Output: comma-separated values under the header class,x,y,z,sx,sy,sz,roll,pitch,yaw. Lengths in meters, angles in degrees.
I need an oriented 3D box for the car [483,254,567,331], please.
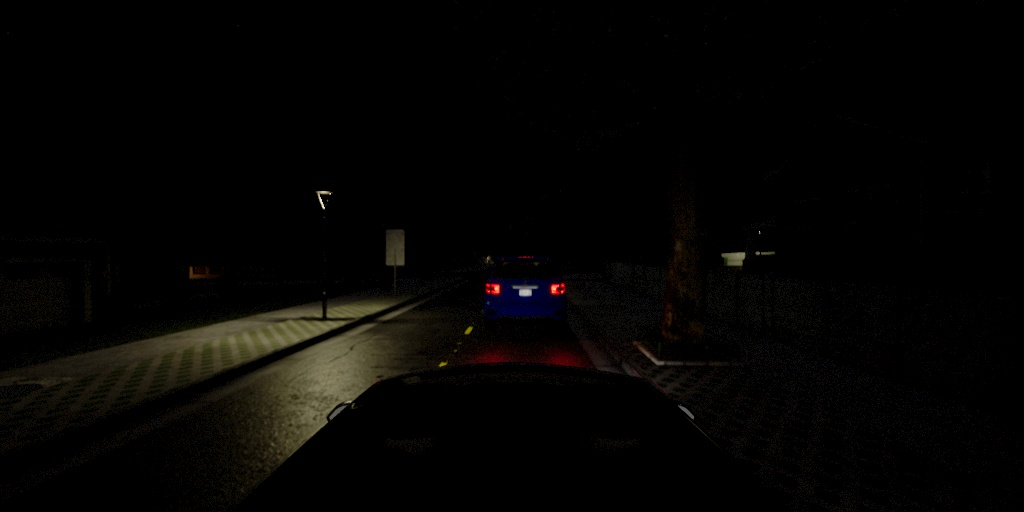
class,x,y,z,sx,sy,sz,roll,pitch,yaw
car,0.398,0.950,11.118,2.150,2.045,5.566,0,0,2
